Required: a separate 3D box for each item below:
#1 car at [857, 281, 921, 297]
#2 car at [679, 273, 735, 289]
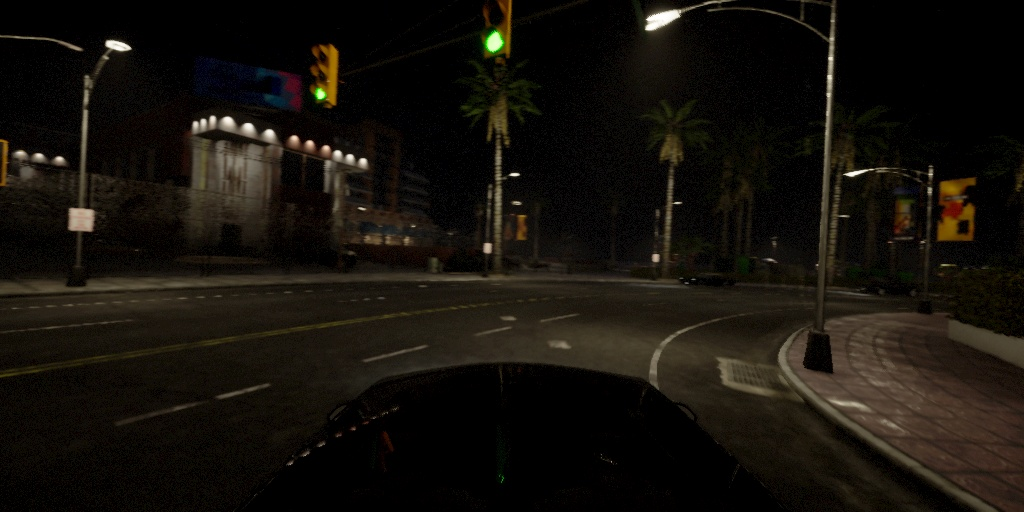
[{"bbox_3d":[36.736,3.140,34.990,4.892,1.490,1.837,3,0,2],"label":"car"},{"bbox_3d":[17.807,2.222,32.780,4.718,1.301,1.895,3,0,-16],"label":"car"}]
